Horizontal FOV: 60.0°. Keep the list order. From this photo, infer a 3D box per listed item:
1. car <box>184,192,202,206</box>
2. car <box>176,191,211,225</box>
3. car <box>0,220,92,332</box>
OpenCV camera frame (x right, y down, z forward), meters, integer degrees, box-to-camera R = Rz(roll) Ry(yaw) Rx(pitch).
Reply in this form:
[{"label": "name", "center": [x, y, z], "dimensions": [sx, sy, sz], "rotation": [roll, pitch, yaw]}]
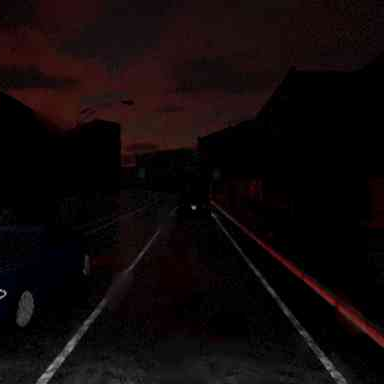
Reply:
[{"label": "car", "center": [0.087, 0.835, 40.945], "dimensions": [2.128, 1.511, 4.902], "rotation": [0, 2, 0]}, {"label": "car", "center": [0.104, 0.971, 22.270], "dimensions": [2.150, 2.045, 5.566], "rotation": [0, 1, 0]}, {"label": "car", "center": [-3.598, 1.426, 6.941], "dimensions": [1.882, 1.535, 5.008], "rotation": [0, 1, 0]}]
